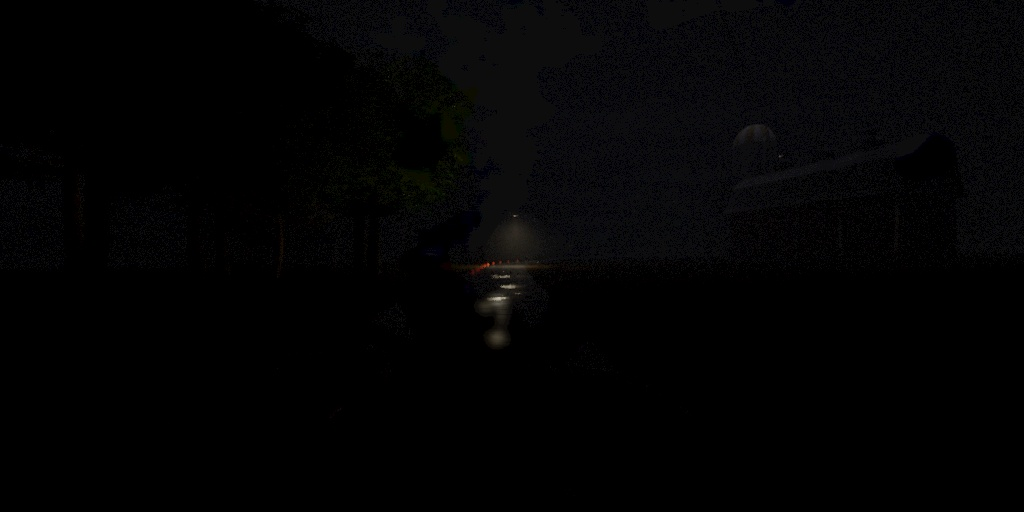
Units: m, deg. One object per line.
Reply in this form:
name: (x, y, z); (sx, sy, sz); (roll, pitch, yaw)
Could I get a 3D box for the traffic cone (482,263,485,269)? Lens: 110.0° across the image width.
traffic cone: (-3.859, 1.379, 45.672); (0.340, 0.580, 0.340); (0, 0, 0)

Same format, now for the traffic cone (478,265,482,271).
traffic cone: (-3.858, 1.441, 40.672); (0.340, 0.580, 0.340); (0, 0, 0)

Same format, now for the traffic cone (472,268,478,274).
traffic cone: (-3.857, 1.503, 35.673); (0.340, 0.580, 0.340); (0, 0, 0)
